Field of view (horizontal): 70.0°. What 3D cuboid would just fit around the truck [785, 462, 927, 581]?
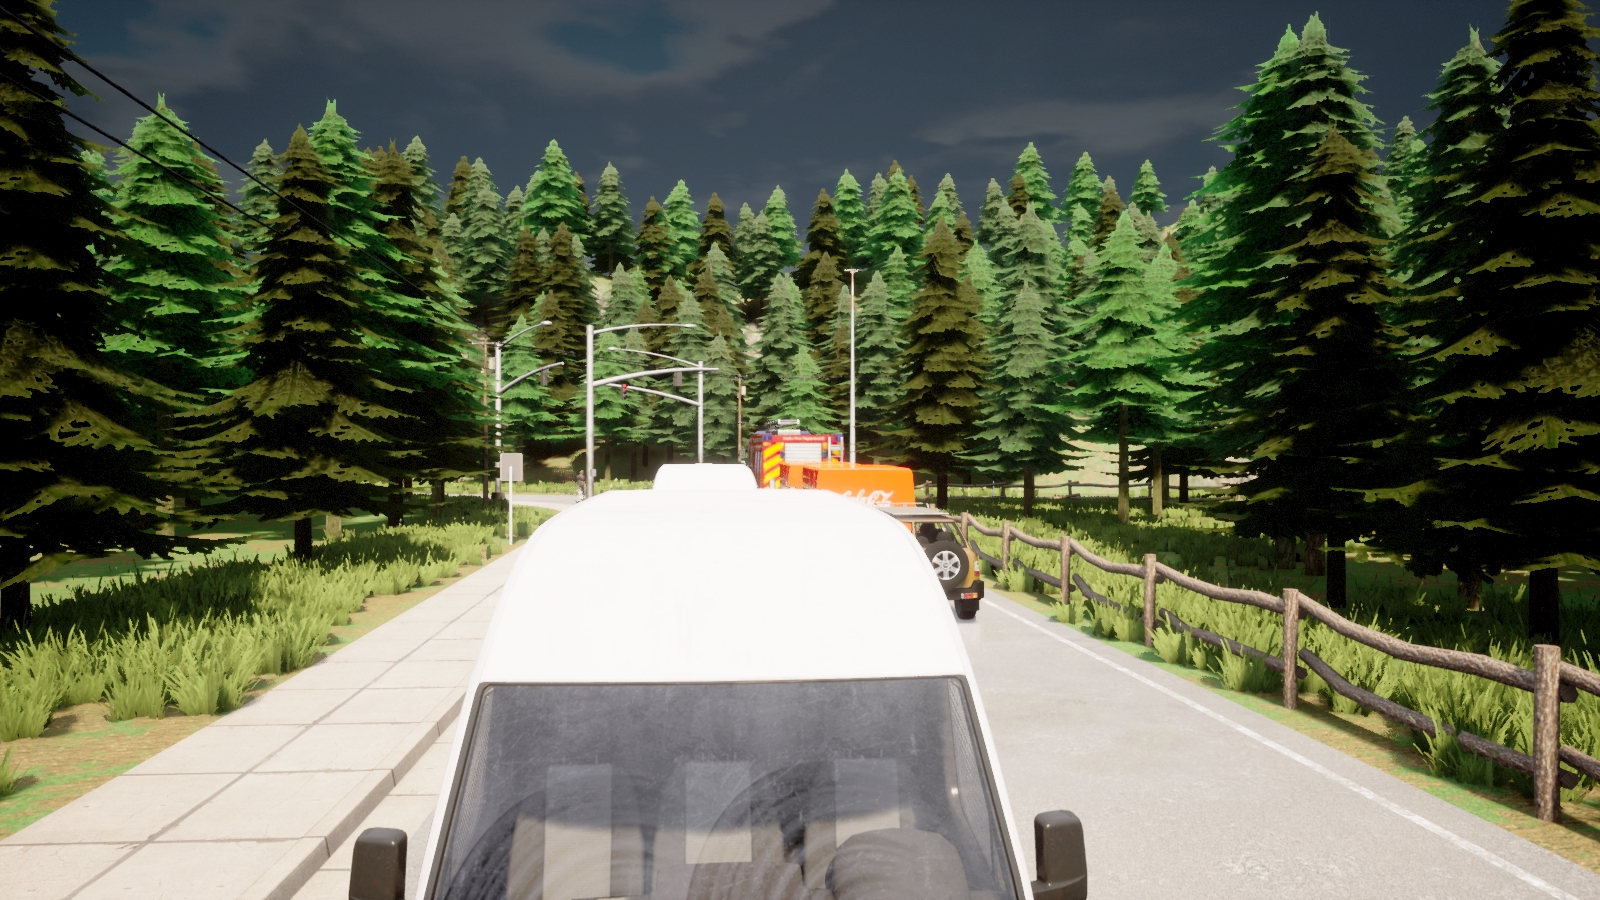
[{"bbox_3d":[1.157,1.541,26.866,2.627,2.467,5.204,0,0,-5],"label":"truck"}]

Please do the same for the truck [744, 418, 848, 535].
[{"bbox_3d":[-0.330,0.864,41.732,2.891,3.827,8.468,0,0,-6],"label":"truck"}]

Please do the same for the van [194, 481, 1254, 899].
[{"bbox_3d":[-0.340,1.499,5.097,1.988,2.561,5.915,0,0,-5],"label":"van"}]

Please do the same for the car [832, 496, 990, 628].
[{"bbox_3d":[1.806,1.837,20.136,1.932,1.855,4.605,0,0,-5],"label":"car"}]

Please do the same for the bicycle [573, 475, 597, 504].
[{"bbox_3d":[-11.174,2.034,59.376,0.329,1.471,1.835,-2,1,-42],"label":"bicycle"}]
